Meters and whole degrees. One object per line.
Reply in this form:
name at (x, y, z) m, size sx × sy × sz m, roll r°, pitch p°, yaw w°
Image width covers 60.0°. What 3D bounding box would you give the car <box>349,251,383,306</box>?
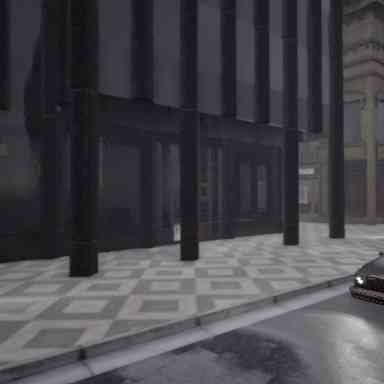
car at (5.702, 1.602, 7.387) m, size 5.357 × 1.411 × 2.033 m, roll 0°, pitch -1°, yaw -36°
